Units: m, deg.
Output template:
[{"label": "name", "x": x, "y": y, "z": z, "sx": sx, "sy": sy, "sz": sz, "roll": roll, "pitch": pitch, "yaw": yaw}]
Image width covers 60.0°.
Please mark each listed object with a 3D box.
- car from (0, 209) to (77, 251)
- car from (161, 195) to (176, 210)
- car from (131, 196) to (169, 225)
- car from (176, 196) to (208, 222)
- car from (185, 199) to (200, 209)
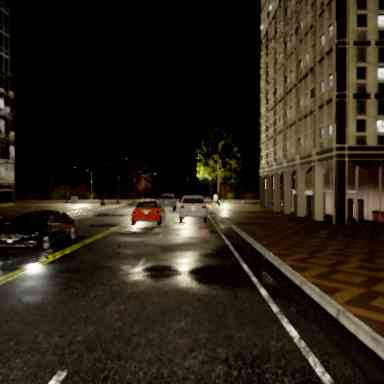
[{"label": "car", "x": -6.539, "y": 1.553, "z": 14.409, "sx": 1.837, "sy": 1.490, "sz": 4.892, "roll": 0, "pitch": -1, "yaw": 0}, {"label": "car", "x": -3.154, "y": 1.346, "z": 44.166, "sx": 2.150, "sy": 2.045, "sz": 5.566, "roll": 0, "pitch": 0, "yaw": 0}, {"label": "car", "x": -3.152, "y": 1.430, "z": 24.923, "sx": 2.097, "sy": 1.767, "sz": 4.553, "roll": 0, "pitch": 0, "yaw": 0}, {"label": "car", "x": 0.098, "y": 1.306, "z": 27.239, "sx": 2.150, "sy": 2.045, "sz": 5.566, "roll": 0, "pitch": 0, "yaw": 0}, {"label": "car", "x": 0.096, "y": 1.696, "z": 47.537, "sx": 1.994, "sy": 1.385, "sz": 4.181, "roll": 0, "pitch": 0, "yaw": 0}]
